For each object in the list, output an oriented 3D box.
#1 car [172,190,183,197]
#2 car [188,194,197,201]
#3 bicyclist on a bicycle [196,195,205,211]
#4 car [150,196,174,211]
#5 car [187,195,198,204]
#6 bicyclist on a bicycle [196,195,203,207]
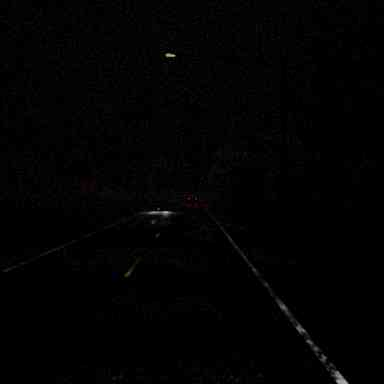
[{"bbox_3d":[-3.364,0.559,78.533,2.150,2.045,5.566,0,0,0],"label":"car"},{"bbox_3d":[0.129,1.273,74.527,2.033,1.411,5.357,0,0,0],"label":"car"},{"bbox_3d":[1.027,1.303,36.814,0.866,1.612,1.509,0,0,0],"label":"bicyclist on a bicycle"},{"bbox_3d":[-3.530,1.410,37.831,2.033,1.411,5.357,0,0,0],"label":"car"},{"bbox_3d":[0.172,1.316,58.187,1.812,1.442,4.674,0,0,0],"label":"car"},{"bbox_3d":[1.047,1.270,46.095,0.866,1.612,1.509,0,0,0],"label":"bicyclist on a bicycle"}]
